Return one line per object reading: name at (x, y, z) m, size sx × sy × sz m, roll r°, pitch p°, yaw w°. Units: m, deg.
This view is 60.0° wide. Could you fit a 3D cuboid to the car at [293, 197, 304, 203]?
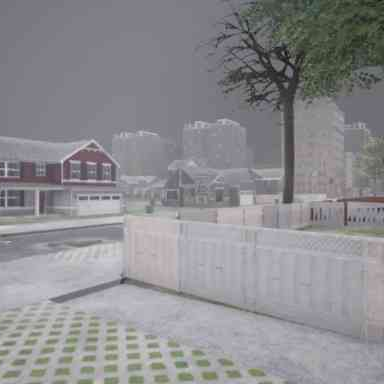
car at (14.290, 1.434, 46.608) m, size 2.128 × 1.511 × 4.902 m, roll 0°, pitch 0°, yaw 35°
